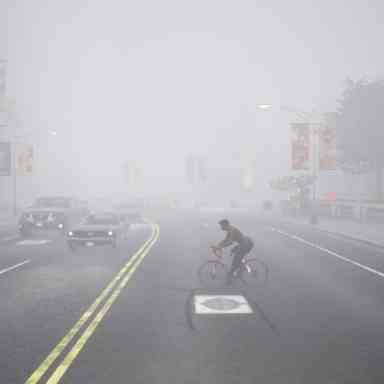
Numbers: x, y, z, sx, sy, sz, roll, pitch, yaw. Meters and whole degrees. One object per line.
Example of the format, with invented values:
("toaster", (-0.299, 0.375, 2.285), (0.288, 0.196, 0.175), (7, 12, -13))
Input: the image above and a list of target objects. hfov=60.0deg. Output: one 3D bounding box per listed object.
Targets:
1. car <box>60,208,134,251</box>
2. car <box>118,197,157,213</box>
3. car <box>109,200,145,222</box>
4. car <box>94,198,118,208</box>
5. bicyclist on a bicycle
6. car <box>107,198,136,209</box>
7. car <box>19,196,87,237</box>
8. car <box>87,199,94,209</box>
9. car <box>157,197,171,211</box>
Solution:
("car", (-3.863, 1.601, 14.371), (1.895, 1.301, 4.718), (0, 0, -4))
("car", (-6.016, 1.352, 36.064), (2.097, 1.767, 4.553), (0, 0, -31))
("car", (-5.057, 1.564, 25.465), (1.994, 1.385, 4.181), (0, 0, -16))
("car", (-12.241, 1.505, 44.094), (4.892, 1.490, 1.837), (0, 0, 44))
("bicyclist on a bicycle", (0.950, 1.455, 7.776), (1.656, 1.620, 0.582), (-2, 0, -1))
("car", (-9.977, 1.564, 46.630), (4.181, 1.385, 1.994), (0, 0, 45))
("car", (-7.622, 1.225, 18.538), (2.150, 2.045, 5.566), (0, 0, -8))
("car", (-8.422, 1.196, 24.502), (1.882, 1.535, 5.008), (0, 0, -16))
("car", (-4.339, 1.352, 39.662), (2.097, 1.767, 4.553), (0, 0, -32))
